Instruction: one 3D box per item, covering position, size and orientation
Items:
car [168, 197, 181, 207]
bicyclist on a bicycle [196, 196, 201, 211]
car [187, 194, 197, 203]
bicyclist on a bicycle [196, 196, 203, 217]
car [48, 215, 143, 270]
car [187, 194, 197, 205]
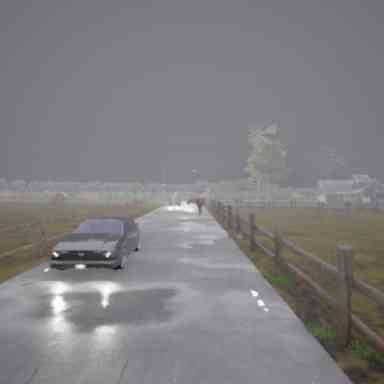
[{"bbox_3d":[-2.803,1.536,53.800,2.128,1.511,4.902,0,0,0],"label":"car"},{"bbox_3d":[0.761,1.354,39.683,0.659,1.776,1.843,0,0,0],"label":"bicyclist on a bicycle"},{"bbox_3d":[0.008,1.446,76.329,2.150,2.045,5.566,0,-1,0],"label":"car"},{"bbox_3d":[0.760,1.411,29.718,0.582,1.620,1.656,0,0,0],"label":"bicyclist on a bicycle"},{"bbox_3d":[-2.850,1.515,11.148,2.033,1.411,5.357,0,0,0],"label":"car"},{"bbox_3d":[0.044,1.596,61.633,1.837,1.490,4.892,0,0,1],"label":"car"}]
